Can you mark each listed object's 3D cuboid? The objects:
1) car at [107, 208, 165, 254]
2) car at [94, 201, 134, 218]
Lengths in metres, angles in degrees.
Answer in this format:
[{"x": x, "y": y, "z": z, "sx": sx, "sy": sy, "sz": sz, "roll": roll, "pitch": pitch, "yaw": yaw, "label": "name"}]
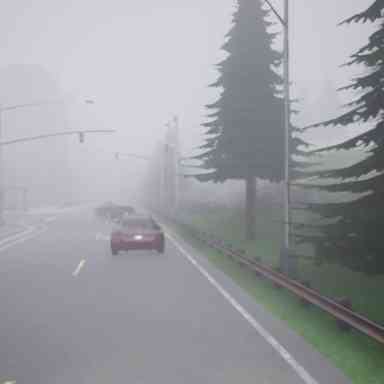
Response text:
[{"x": -2.252, "y": 1.563, "z": 13.608, "sx": 1.994, "sy": 1.385, "sz": 4.181, "roll": 0, "pitch": 0, "yaw": -11, "label": "car"}, {"x": -6.627, "y": 1.489, "z": 28.024, "sx": 1.882, "sy": 1.535, "sz": 5.008, "roll": 1, "pitch": 0, "yaw": -35, "label": "car"}]
